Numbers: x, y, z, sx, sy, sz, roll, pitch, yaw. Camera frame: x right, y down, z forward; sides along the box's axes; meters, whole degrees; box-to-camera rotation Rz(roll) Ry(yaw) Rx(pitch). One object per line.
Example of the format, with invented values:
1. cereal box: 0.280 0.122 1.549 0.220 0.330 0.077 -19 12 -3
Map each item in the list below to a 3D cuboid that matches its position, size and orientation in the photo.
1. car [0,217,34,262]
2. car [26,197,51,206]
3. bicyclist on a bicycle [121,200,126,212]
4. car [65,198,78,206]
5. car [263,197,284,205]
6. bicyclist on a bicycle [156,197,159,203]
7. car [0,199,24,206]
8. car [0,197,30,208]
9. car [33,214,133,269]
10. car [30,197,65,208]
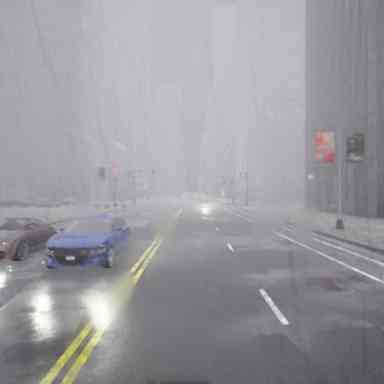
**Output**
1. car: -6.594 1.650 12.306 1.994 1.385 4.181 0 0 0
2. car: -30.121 1.868 65.421 4.097 1.590 1.967 0 1 0
3. bicyclist on a bicycle: -8.506 1.729 41.116 0.866 1.612 1.509 8 -5 -24
4. car: -24.696 1.849 65.422 4.097 1.590 1.967 0 1 0
5. car: 16.718 1.760 68.527 4.097 1.590 1.967 0 1 0
6. bicyclist on a bicycle: -8.483 1.949 81.122 0.866 1.612 1.509 8 -5 -24
7. car: -35.545 2.029 65.423 4.206 1.307 1.802 0 1 0
8. car: -30.124 1.817 56.895 5.009 1.841 2.192 0 1 0
9. car: -3.344 1.559 11.633 1.882 1.535 5.008 0 0 0
10. car: -24.697 2.048 56.898 4.313 1.339 1.947 0 1 0
